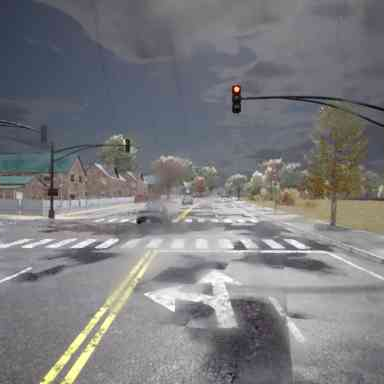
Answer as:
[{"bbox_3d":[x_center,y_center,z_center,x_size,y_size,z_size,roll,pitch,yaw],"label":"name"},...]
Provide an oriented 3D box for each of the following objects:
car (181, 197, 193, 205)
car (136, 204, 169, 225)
[{"bbox_3d":[-0.872,1.610,60.851,2.128,1.511,4.902,0,0,4],"label":"car"},{"bbox_3d":[-2.777,1.575,24.591,2.033,1.411,5.357,0,0,2],"label":"car"}]
